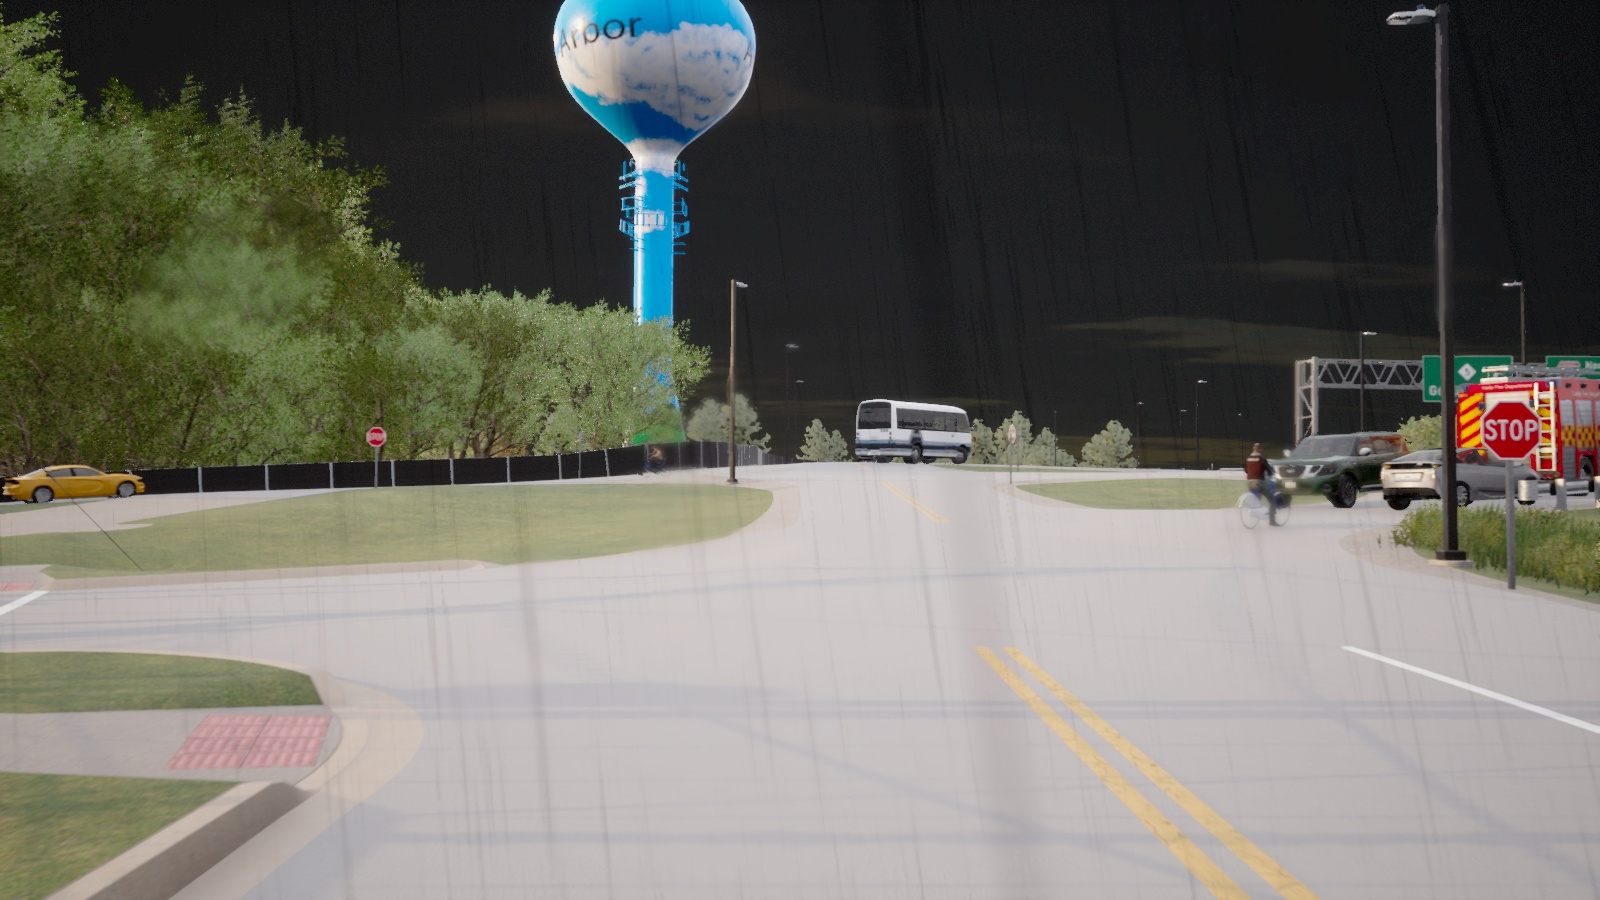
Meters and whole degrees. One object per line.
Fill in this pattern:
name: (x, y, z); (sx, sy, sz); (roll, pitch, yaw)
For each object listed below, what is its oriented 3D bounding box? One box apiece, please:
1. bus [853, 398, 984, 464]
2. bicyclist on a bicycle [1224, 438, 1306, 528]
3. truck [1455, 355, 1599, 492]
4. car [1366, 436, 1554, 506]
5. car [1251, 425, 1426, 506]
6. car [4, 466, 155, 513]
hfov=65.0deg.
bus: (8.498, -1.194, 88.334); (3.944, 4.253, 10.273); (-1, -1, 41)
bicyclist on a bicycle: (9.656, 0.666, 26.060); (1.843, 1.776, 0.659); (-2, -1, -38)
truck: (23.797, -0.791, 38.700); (8.468, 3.827, 2.891); (-2, -1, -37)
car: (16.560, 0.519, 31.464); (4.514, 1.525, 2.007); (-2, -1, -30)
car: (15.150, 0.411, 35.177); (5.566, 2.045, 2.150); (-2, -1, -40)
car: (-29.548, 1.578, 51.605); (5.008, 1.535, 1.882); (-4, 2, -44)
